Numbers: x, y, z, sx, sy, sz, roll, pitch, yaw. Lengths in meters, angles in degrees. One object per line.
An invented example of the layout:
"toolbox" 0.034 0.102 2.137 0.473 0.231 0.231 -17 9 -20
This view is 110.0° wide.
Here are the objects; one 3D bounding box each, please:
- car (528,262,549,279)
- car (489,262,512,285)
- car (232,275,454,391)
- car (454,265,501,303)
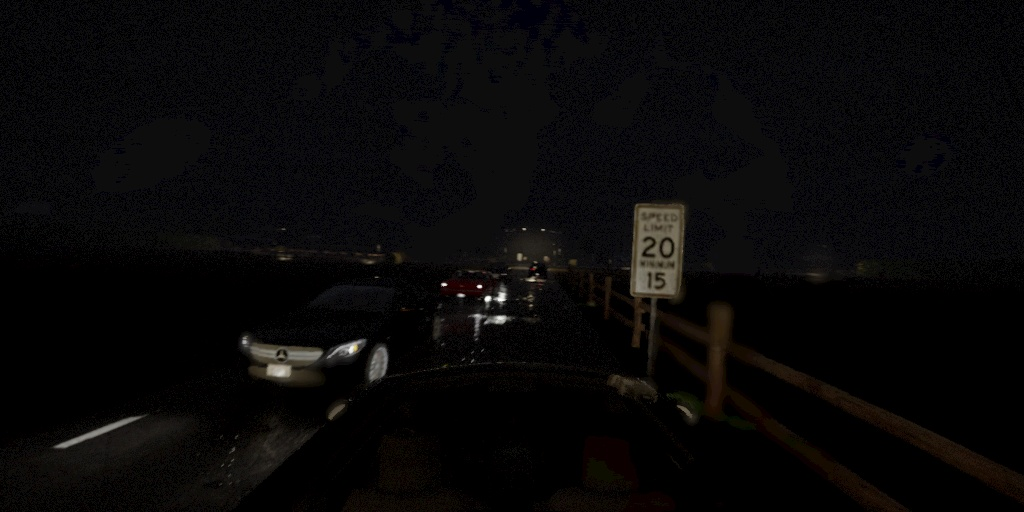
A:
"car" 2.626 1.470 36.235 1.837 1.490 4.892 3 0 5
"car" -1.020 1.239 26.759 2.128 1.511 4.902 3 0 5
"car" -2.623 1.142 6.658 1.812 1.442 4.674 3 0 4
"car" -1.848 1.277 16.492 1.895 1.301 4.718 3 0 4
